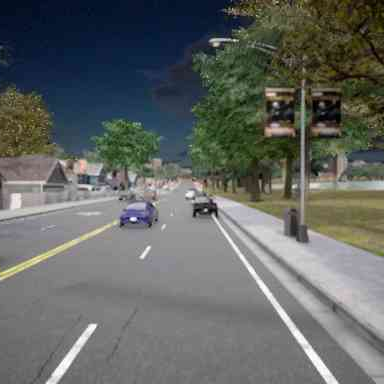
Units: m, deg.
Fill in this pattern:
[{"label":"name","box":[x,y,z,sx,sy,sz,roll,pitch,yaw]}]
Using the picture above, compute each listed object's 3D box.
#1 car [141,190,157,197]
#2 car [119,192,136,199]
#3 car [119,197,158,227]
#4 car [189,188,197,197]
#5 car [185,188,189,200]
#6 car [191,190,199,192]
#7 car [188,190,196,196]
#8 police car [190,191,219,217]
[{"label":"car","box":[-6.553,0.497,51.086,2.097,1.767,4.553,0,1,0]},{"label":"car","box":[-9.800,0.696,50.842,2.033,1.411,5.357,0,1,1]},{"label":"car","box":[-3.142,1.241,20.130,1.812,1.442,4.674,0,1,0]},{"label":"car","box":[0.985,0.639,41.853,2.097,1.767,4.553,0,1,0]},{"label":"car","box":[0.015,0.269,59.245,2.150,2.045,5.566,0,1,0]},{"label":"car","box":[0.984,0.902,35.885,1.837,1.490,4.892,0,1,0]},{"label":"car","box":[0.020,0.308,79.956,2.033,1.411,5.357,0,0,0]},{"label":"police car","box":[0.982,1.021,25.994,1.930,1.638,5.238,0,1,0]}]
